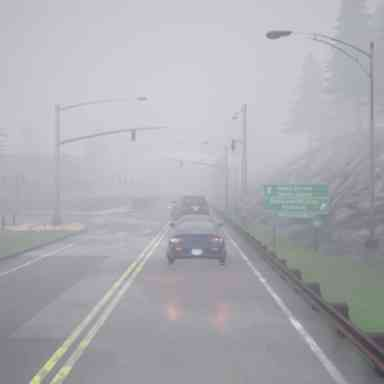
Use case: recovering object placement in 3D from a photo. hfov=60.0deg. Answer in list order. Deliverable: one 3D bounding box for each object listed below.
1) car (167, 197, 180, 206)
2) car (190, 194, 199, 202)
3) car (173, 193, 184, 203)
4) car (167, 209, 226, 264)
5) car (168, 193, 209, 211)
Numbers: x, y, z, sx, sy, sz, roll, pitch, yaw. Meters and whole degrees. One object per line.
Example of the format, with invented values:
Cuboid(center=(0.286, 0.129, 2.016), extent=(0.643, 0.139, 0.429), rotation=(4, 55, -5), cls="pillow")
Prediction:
Cuboid(center=(-3.123, 1.613, 58.394), extent=(1.994, 1.385, 4.181), rotation=(0, 0, 1), cls="car")
Cuboid(center=(0.540, 1.233, 73.581), extent=(2.097, 1.767, 4.553), rotation=(0, 0, 0), cls="car")
Cuboid(center=(-2.959, 1.287, 73.835), extent=(2.150, 2.045, 5.566), rotation=(0, 0, 0), cls="car")
Cuboid(center=(0.159, 1.536, 11.761), extent=(1.812, 1.442, 4.674), rotation=(0, 0, 1), cls="car")
Cuboid(center=(-0.222, 1.245, 24.973), extent=(2.150, 2.045, 5.566), rotation=(0, 0, -10), cls="car")
